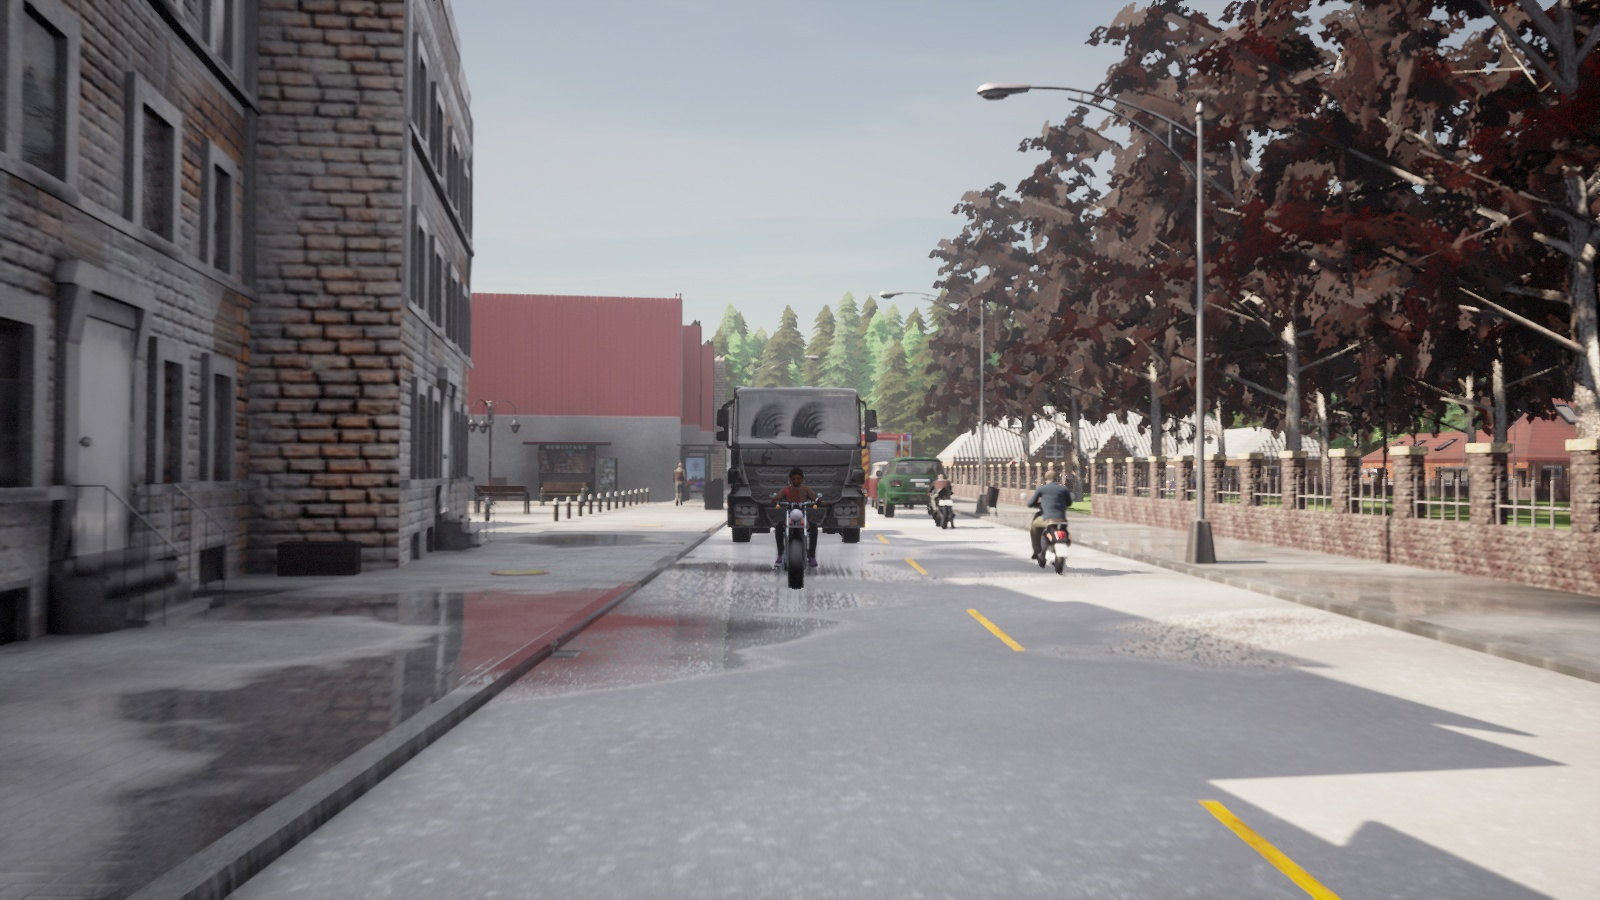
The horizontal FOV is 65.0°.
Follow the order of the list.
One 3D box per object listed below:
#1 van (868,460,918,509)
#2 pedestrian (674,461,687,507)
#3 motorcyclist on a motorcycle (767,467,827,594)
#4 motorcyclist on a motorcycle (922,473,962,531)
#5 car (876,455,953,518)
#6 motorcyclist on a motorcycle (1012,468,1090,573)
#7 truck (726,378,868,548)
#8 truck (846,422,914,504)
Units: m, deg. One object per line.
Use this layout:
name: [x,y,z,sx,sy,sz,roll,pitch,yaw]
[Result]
van: [3.896,1.446,53.399,1.775,1.987,4.442,0,-1,0]
pedestrian: [-4.913,1.393,51.645,0.376,1.854,0.720,0,-1,5]
motorcyclist on a motorcycle: [-0.043,1.057,17.455,0.766,1.649,2.350,0,-1,0]
motorcyclist on a motorcycle: [3.918,1.417,34.805,0.866,1.530,2.191,0,-1,0]
car: [3.909,1.252,43.829,2.150,2.045,5.566,0,-1,-1]
motorcyclist on a motorcycle: [3.951,1.086,19.912,0.866,1.590,1.817,0,-1,0]
truck: [-0.076,0.329,29.654,2.891,3.462,7.936,0,-1,0]
truck: [3.883,0.690,63.044,2.891,3.827,8.468,0,-1,0]
